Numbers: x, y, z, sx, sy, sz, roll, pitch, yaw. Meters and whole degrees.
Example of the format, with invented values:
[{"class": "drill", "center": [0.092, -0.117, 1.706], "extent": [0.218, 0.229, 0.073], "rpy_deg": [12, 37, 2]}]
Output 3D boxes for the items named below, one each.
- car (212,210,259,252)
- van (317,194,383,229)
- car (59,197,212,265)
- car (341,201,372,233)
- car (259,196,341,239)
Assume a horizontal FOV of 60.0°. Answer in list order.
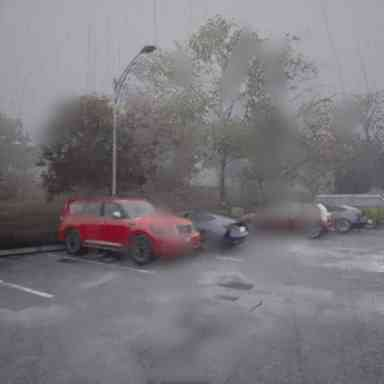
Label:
[{"class": "car", "center": [-0.047, 1.467, 13.578], "extent": [4.792, 1.488, 2.163], "rpy_deg": [-1, 0, 34]}, {"class": "van", "center": [9.456, 1.137, 20.477], "extent": [4.442, 1.987, 1.878], "rpy_deg": [-1, 0, 34]}, {"class": "car", "center": [-2.394, 1.205, 11.841], "extent": [5.566, 2.045, 2.435], "rpy_deg": [-1, -1, 34]}, {"class": "car", "center": [7.138, 1.409, 18.719], "extent": [4.792, 1.488, 2.163], "rpy_deg": [-1, 0, 34]}, {"class": "car", "center": [4.791, 1.271, 16.975], "extent": [4.553, 1.767, 2.185], "rpy_deg": [-1, 0, 34]}]
